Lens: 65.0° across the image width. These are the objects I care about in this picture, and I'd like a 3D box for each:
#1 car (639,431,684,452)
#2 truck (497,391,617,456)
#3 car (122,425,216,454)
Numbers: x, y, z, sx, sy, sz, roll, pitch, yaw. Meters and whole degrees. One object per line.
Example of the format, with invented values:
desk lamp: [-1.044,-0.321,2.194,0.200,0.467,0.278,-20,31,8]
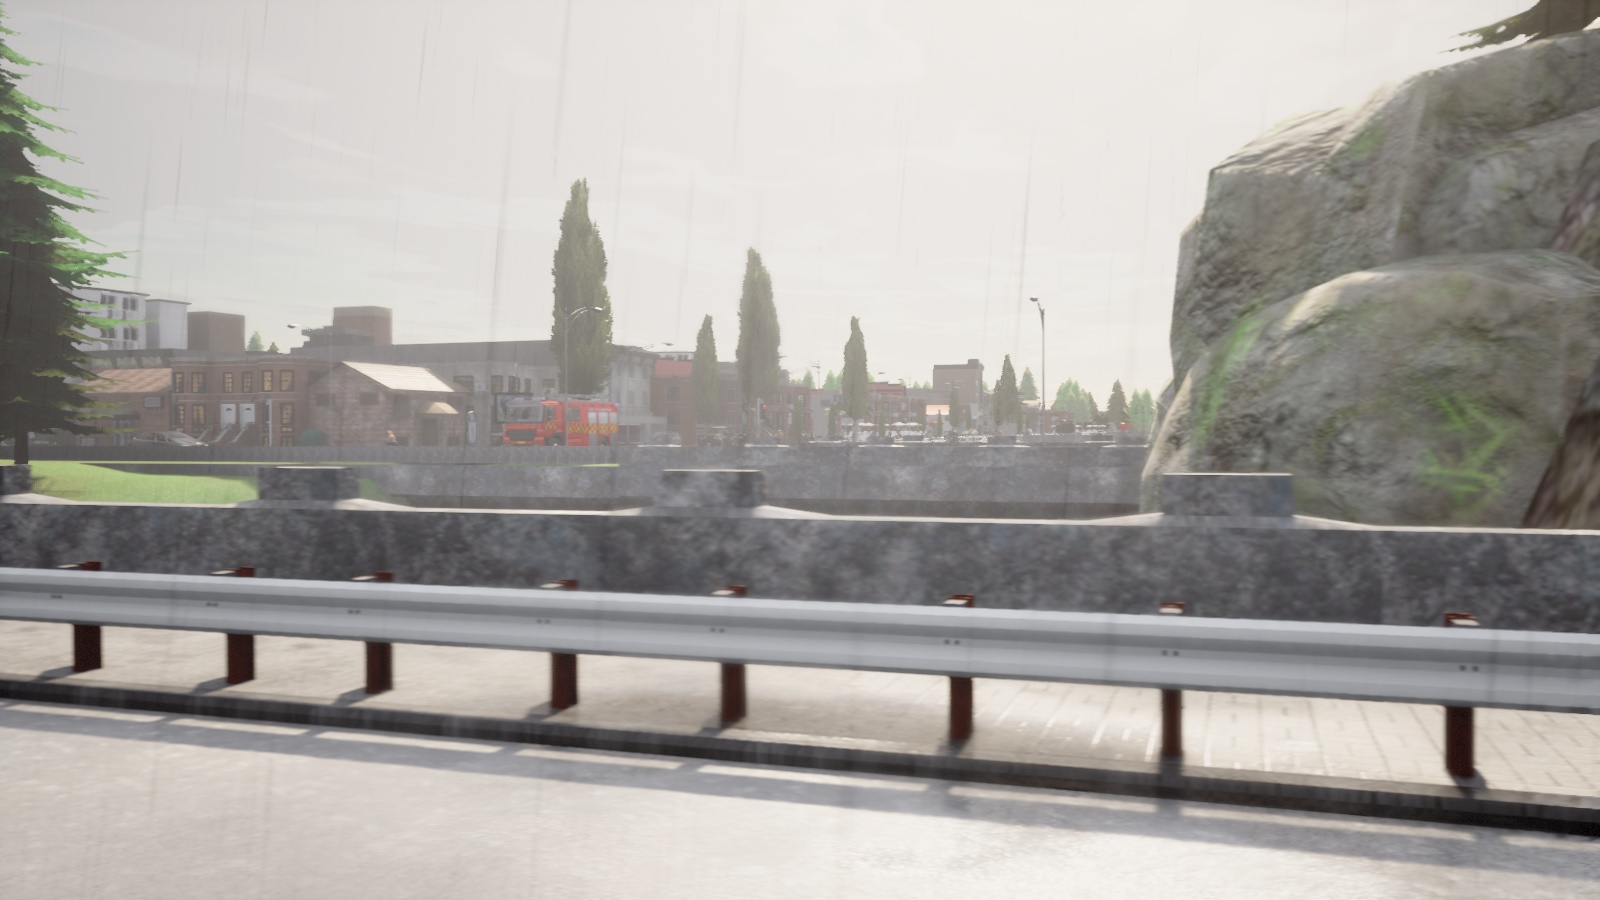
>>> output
car: [-10.020,-0.654,90.991,1.845,1.501,3.633,1,1,19]
truck: [-15.000,-1.648,78.221,2.891,3.827,8.468,1,1,25]
car: [-36.427,-0.627,72.484,4.611,1.667,2.242,1,1,19]
